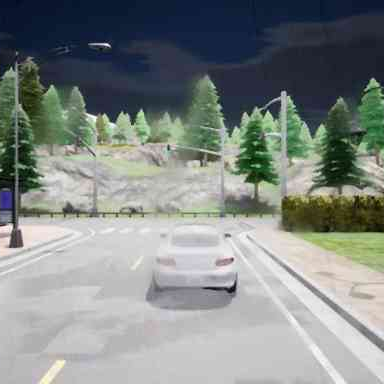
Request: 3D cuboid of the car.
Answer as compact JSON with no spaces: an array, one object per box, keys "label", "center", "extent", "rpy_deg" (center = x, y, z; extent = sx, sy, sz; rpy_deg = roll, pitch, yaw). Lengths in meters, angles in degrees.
[{"label":"car","center":[0.085,1.541,8.764],"extent":[1.812,1.442,4.674],"rpy_deg":[0,0,1]}]
